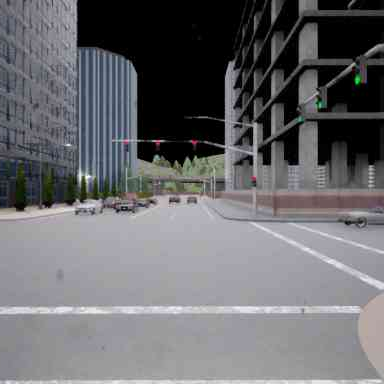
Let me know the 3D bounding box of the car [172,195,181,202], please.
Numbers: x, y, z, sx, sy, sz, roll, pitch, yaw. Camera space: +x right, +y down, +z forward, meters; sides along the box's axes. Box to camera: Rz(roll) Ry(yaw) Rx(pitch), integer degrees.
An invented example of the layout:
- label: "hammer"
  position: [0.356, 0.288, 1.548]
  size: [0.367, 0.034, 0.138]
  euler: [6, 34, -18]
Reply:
- label: "car"
  position: [-3.477, 1.508, 73.669]
  size: [1.812, 1.442, 4.674]
  euler: [0, 0, 0]

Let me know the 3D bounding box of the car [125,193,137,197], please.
- label: "car"
  position: [-10.567, 1.223, 56.719]
  size: [2.150, 2.045, 5.566]
  euler: [0, 0, 0]

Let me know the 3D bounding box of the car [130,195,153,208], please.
- label: "car"
  position: [-7.084, 1.564, 46.694]
  size: [1.994, 1.385, 4.181]
  euler: [0, 0, 0]

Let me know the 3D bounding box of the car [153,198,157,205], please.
- label: "car"
  position: [-7.065, 1.601, 56.844]
  size: [1.895, 1.301, 4.718]
  euler: [0, 0, 0]

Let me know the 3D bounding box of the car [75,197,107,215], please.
- label: "car"
  position: [-10.587, 1.526, 34.468]
  size: [1.812, 1.442, 4.674]
  euler: [0, 0, 0]

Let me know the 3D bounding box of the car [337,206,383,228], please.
- label: "car"
  position: [11.886, 1.545, 21.265]
  size: [4.718, 1.301, 1.895]
  euler: [0, 0, 0]

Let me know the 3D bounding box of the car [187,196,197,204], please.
- label: "car"
  position: [0.020, 1.492, 64.593]
  size: [2.128, 1.511, 4.902]
  euler: [0, 0, 0]

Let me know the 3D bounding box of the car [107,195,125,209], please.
- label: "car"
  position: [-10.586, 1.352, 43.401]
  size: [2.097, 1.767, 4.553]
  euler: [0, 0, 0]

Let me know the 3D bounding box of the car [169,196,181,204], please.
- label: "car"
  position: [-3.480, 1.505, 64.595]
  size: [1.837, 1.490, 4.892]
  euler: [0, 0, 0]

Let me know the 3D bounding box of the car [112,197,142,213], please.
- label: "car"
  position: [-7.088, 1.564, 36.785]
  size: [1.994, 1.385, 4.181]
  euler: [0, 0, 0]

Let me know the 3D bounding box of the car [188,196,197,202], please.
- label: "car"
  position: [0.023, 1.579, 73.698]
  size: [1.895, 1.301, 4.718]
  euler: [0, 0, 0]
